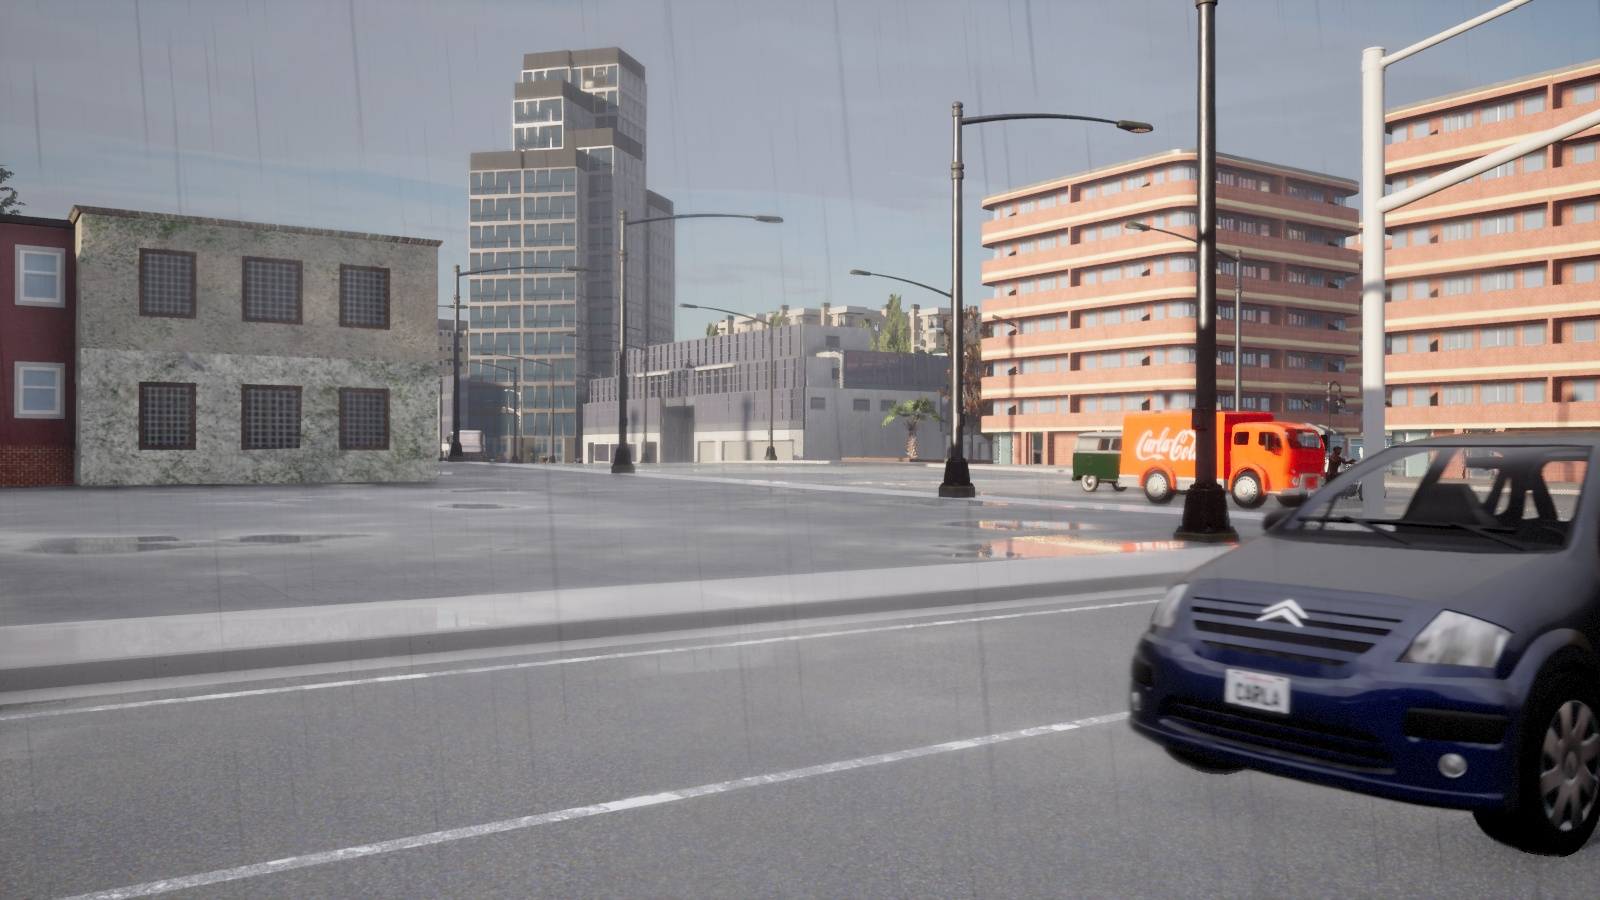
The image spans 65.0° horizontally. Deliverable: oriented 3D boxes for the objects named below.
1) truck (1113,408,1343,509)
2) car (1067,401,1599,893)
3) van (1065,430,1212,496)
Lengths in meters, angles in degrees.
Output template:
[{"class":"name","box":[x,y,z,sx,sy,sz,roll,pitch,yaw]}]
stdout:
[{"class":"truck","box":[11.229,0.181,33.324,2.627,2.467,5.204,0,1,-34]},{"class":"car","box":[3.368,0.651,6.039,3.988,1.617,1.851,0,0,-35]},{"class":"van","box":[10.778,0.355,40.265,1.775,1.987,4.442,0,1,-34]}]
